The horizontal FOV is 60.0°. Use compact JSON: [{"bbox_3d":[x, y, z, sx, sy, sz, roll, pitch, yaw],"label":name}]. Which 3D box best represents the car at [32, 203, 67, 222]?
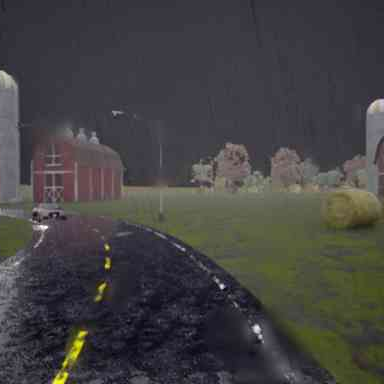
[{"bbox_3d":[-11.149,1.537,25.915,1.994,1.385,4.181,-1,0,-34],"label":"car"}]
